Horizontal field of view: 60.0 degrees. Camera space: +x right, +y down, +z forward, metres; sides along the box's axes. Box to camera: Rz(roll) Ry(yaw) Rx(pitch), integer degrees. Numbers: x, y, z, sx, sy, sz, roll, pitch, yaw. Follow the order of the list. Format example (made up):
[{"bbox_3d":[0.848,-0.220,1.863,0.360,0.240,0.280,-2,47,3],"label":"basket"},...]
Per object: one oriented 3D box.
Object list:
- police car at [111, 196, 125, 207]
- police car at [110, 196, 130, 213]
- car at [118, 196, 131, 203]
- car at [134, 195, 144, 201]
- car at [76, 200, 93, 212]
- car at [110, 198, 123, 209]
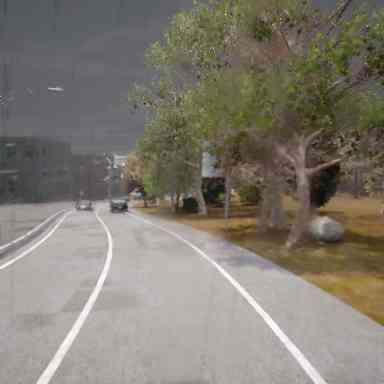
[{"bbox_3d":[-12.385,1.611,55.768,1.930,1.638,5.238,-1,0,-9],"label":"police car"},{"bbox_3d":[-8.915,1.577,40.433,1.930,1.638,5.238,-2,0,-16],"label":"police car"},{"bbox_3d":[-14.784,1.621,72.735,1.895,1.301,4.718,0,0,0],"label":"car"},{"bbox_3d":[-13.973,1.534,87.747,1.837,1.490,4.892,0,0,7],"label":"car"},{"bbox_3d":[-14.408,1.783,44.742,2.128,1.511,4.902,-2,0,-13],"label":"car"},{"bbox_3d":[-11.296,1.710,49.866,1.812,1.442,4.674,-1,0,-12],"label":"car"}]
